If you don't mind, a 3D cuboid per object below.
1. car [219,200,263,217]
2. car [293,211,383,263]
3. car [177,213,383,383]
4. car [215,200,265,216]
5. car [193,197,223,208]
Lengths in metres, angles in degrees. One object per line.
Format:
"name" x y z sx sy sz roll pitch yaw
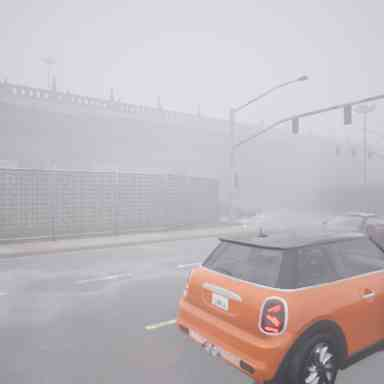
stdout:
"car" 3.832 1.586 30.709 1.837 1.490 4.892 0 0 -36
"car" 6.142 1.540 12.618 4.674 1.442 1.812 0 0 -33
"car" 2.085 1.358 5.275 4.553 1.767 2.097 0 0 -35
"car" 4.959 1.632 35.154 2.033 1.411 5.357 0 0 -36
"car" 2.375 1.571 51.154 1.882 1.535 5.008 0 0 -36
